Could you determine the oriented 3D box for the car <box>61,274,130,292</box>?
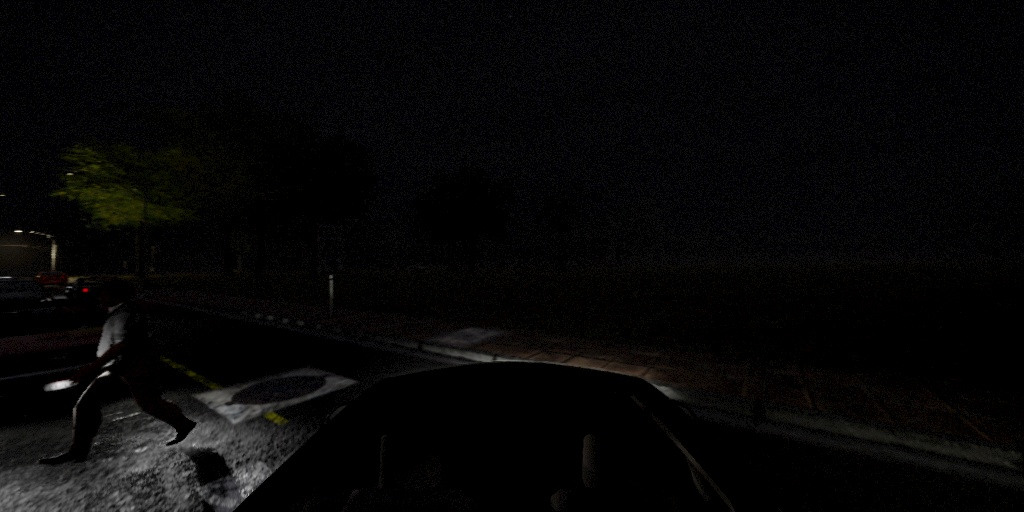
[{"bbox_3d":[-23.001,1.801,19.858,4.718,1.301,1.895,-1,0,34],"label":"car"}]

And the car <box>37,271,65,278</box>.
[{"bbox_3d":[-42.923,2.144,33.350,5.008,1.535,1.882,-2,0,34],"label":"car"}]

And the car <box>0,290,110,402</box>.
[{"bbox_3d":[-8.002,1.480,6.140,4.718,1.301,1.895,-1,0,34],"label":"car"}]

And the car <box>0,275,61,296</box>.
[{"bbox_3d":[-18.580,1.615,13.302,4.674,1.442,1.812,-1,0,34],"label":"car"}]

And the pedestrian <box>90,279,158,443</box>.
[{"bbox_3d":[-3.928,1.110,3.634,0.375,1.860,0.375,-1,-1,34],"label":"pedestrian"}]
